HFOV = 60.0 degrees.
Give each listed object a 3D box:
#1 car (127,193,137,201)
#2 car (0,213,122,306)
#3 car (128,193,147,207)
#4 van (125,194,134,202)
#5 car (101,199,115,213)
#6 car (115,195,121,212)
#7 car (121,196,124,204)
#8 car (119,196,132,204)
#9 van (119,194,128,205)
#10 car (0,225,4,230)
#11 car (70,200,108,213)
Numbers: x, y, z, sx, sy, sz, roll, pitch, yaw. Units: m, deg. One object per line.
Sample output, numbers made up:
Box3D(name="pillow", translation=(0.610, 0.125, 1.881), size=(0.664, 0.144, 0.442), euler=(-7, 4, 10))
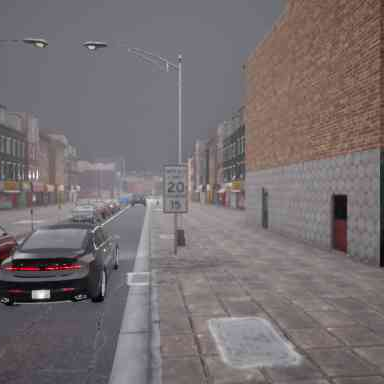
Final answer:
Box3D(name="car", translation=(-14.894, 1.273, 82.789), size=(2.192, 1.841, 5.009), euler=(0, 0, -7))
Box3D(name="car", translation=(-2.886, 1.501, 8.096), size=(1.837, 1.490, 4.892), euler=(0, 0, -7))
Box3D(name="car", translation=(-8.211, 1.180, 51.454), size=(2.150, 2.045, 5.566), euler=(0, 0, -7))
Box3D(name="van", translation=(-13.544, 1.298, 72.005), size=(1.690, 1.788, 3.998), euler=(0, 0, -7))
Box3D(name="car", translation=(-8.147, 1.523, 28.870), size=(1.887, 1.381, 4.507), euler=(0, 0, -7))
Box3D(name="car", translation=(-8.822, 1.414, 34.262), size=(1.967, 1.590, 4.097), euler=(0, 0, -7))
Box3D(name="car", translation=(-9.475, 1.495, 39.486), size=(1.752, 1.417, 4.829), euler=(0, 0, -7))
Box3D(name="car", translation=(-12.194, 1.525, 61.222), size=(1.947, 1.339, 4.313), euler=(0, 0, -7))
Box3D(name="van", translation=(-11.521, 1.302, 55.830), size=(1.690, 1.788, 3.998), euler=(0, 0, -7))
Box3D(name="car", translation=(-5.450, 1.442, 7.303), size=(1.967, 1.590, 4.097), euler=(0, 0, -7))
Box3D(name="car", translation=(-7.472, 1.534, 23.479), size=(2.008, 1.369, 4.403), euler=(0, 0, -7))
